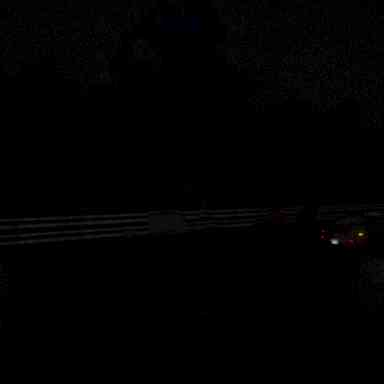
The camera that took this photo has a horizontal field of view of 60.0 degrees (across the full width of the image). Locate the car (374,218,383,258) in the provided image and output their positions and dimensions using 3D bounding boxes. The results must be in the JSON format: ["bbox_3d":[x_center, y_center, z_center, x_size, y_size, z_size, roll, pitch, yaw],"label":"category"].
[{"bbox_3d":[7.185,1.483,8.715,4.902,1.511,2.128,0,0,-34],"label":"car"}]

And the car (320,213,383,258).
[{"bbox_3d":[6.792,1.514,12.685,4.674,1.442,1.812,0,0,-34],"label":"car"}]
